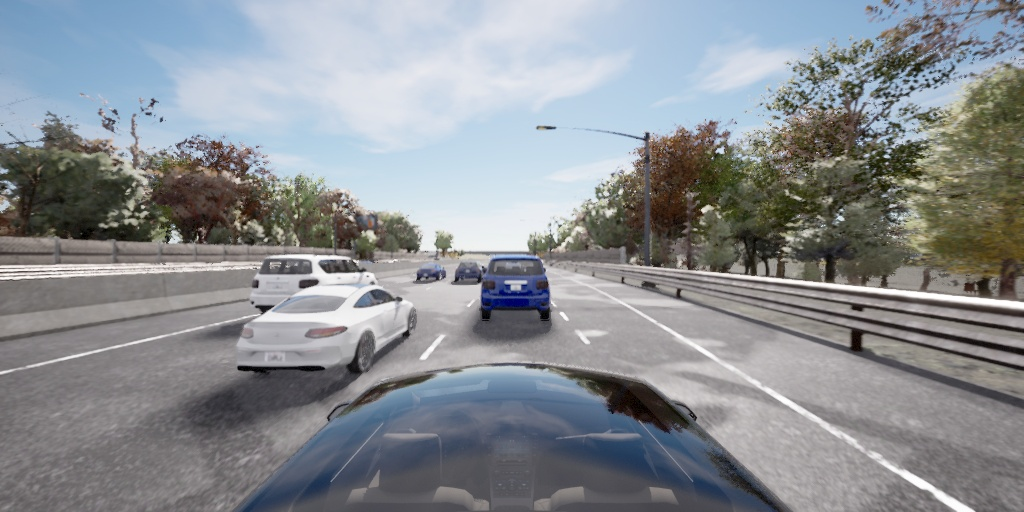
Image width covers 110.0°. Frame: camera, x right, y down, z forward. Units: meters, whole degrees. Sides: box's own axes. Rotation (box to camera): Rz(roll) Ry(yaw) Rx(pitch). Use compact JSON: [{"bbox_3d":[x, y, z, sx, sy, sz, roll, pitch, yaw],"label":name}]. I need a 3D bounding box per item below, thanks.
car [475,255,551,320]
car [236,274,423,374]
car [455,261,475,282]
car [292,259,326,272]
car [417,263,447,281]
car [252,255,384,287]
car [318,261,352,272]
[{"bbox_3d":[0.090,0.996,12.890,2.150,2.045,5.566,0,0,0],"label":"car"},{"bbox_3d":[-3.401,1.288,7.453,1.812,1.442,4.674,0,0,0],"label":"car"},{"bbox_3d":[-3.398,1.172,29.615,2.097,1.767,4.553,0,0,0],"label":"car"},{"bbox_3d":[-28.055,1.239,49.676,2.097,1.767,4.553,0,0,0],"label":"car"},{"bbox_3d":[-6.897,1.350,30.919,1.812,1.442,4.674,0,0,0],"label":"car"},{"bbox_3d":[-6.898,0.997,13.227,2.150,2.045,5.566,0,0,0],"label":"car"},{"bbox_3d":[-24.555,1.435,49.977,2.033,1.411,5.357,0,0,1],"label":"car"}]
